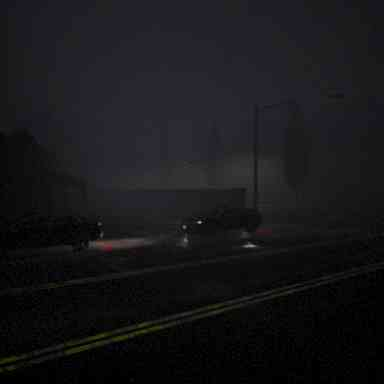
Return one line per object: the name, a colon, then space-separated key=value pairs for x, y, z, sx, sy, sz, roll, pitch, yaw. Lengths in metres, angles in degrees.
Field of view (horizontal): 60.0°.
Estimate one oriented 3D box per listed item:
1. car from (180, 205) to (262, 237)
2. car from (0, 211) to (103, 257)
car: x=1.638 y=1.477 z=17.966 sx=4.902 sy=1.511 sz=2.128 roll=0 pitch=0 yaw=-35
car: x=-5.870 y=1.487 z=12.611 sx=4.902 sy=1.511 sz=2.128 roll=0 pitch=0 yaw=-35
